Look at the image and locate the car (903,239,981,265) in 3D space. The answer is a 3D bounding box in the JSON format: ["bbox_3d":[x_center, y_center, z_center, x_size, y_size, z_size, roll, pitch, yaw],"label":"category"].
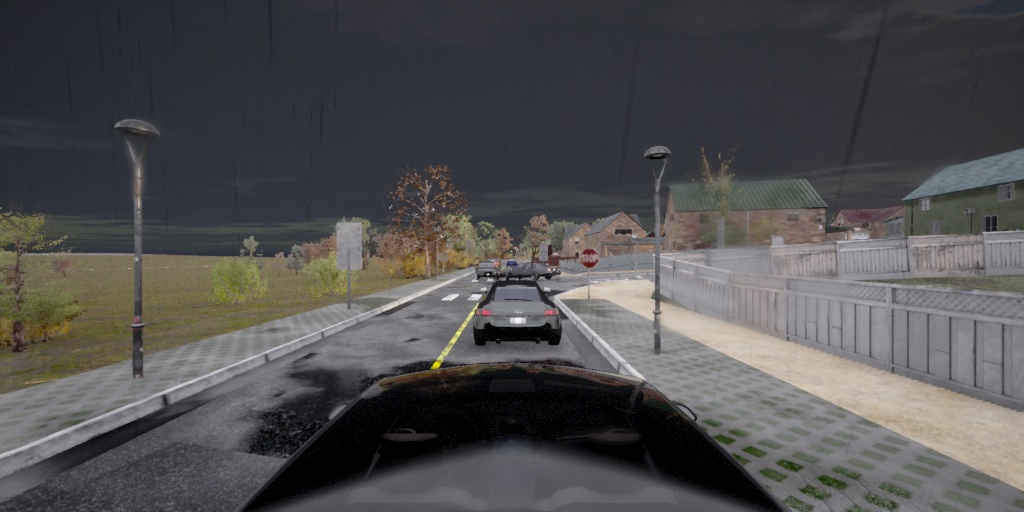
[{"bbox_3d":[23.875,-0.208,20.452,4.902,1.511,2.128,-3,0,14],"label":"car"}]

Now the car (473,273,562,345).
[{"bbox_3d":[0.097,1.313,9.467,1.994,1.385,4.181,0,0,-1],"label":"car"}]

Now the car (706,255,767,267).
[{"bbox_3d":[14.373,0.413,22.867,4.181,1.385,1.994,-3,0,16],"label":"car"}]

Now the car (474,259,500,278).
[{"bbox_3d":[-2.271,1.257,31.391,1.837,1.490,4.892,0,0,-8],"label":"car"}]

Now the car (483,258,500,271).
[{"bbox_3d":[-2.881,1.120,51.209,2.097,1.767,4.553,0,0,1],"label":"car"}]

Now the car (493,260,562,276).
[{"bbox_3d":[1.318,1.197,28.482,5.357,1.411,2.033,-4,-3,43],"label":"car"}]
